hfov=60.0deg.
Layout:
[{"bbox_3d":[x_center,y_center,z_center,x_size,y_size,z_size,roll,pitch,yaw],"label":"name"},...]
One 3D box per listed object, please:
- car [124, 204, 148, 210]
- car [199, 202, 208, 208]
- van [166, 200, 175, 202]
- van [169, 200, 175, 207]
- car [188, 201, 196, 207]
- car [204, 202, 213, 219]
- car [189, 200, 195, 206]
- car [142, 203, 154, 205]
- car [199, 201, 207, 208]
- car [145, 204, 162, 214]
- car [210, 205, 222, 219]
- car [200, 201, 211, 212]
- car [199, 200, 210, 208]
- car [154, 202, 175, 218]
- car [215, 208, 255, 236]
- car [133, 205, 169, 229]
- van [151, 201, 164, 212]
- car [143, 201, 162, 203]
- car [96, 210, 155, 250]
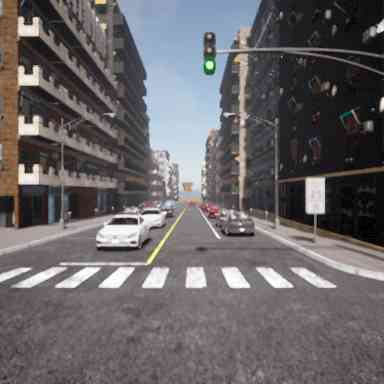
[{"bbox_3d":[-5.832,2.139,32.212,2.008,1.369,4.403,-1,-1,0],"label":"car"},{"bbox_3d":[2.699,3.049,77.158,1.802,1.307,4.206,-1,-1,0],"label":"car"},{"bbox_3d":[-5.651,2.936,82.898,1.690,1.788,3.998,-1,-1,0],"label":"van"},{"bbox_3d":[-5.648,3.168,94.160,1.690,1.788,3.998,-1,-1,0],"label":"van"},{"bbox_3d":[0.027,3.104,84.939,1.882,1.535,5.008,0,-1,0],"label":"car"},{"bbox_3d":[2.705,2.227,37.645,1.887,1.381,4.507,-1,-1,0],"label":"car"},{"bbox_3d":[0.030,3.214,95.359,1.882,1.535,5.008,0,-1,0],"label":"car"},{"bbox_3d":[-5.830,2.263,37.843,1.947,1.339,4.313,-1,-1,0],"label":"car"},{"bbox_3d":[2.698,3.022,82.791,1.967,1.590,4.097,-1,-1,0],"label":"car"},{"bbox_3d":[-5.657,2.468,49.107,2.008,1.369,4.403,-1,-1,0],"label":"car"},{"bbox_3d":[2.805,2.017,26.383,2.008,1.369,4.403,-1,-1,0],"label":"car"},{"bbox_3d":[2.691,2.560,54.636,1.887,1.381,4.507,-1,-1,0],"label":"car"},{"bbox_3d":[2.688,2.443,60.272,2.192,1.841,5.009,-1,-1,0],"label":"car"},{"bbox_3d":[-3.073,2.213,39.237,2.128,1.511,4.902,0,-1,0],"label":"car"},{"bbox_3d":[2.811,1.913,20.853,2.008,1.369,4.403,-1,-1,0],"label":"car"},{"bbox_3d":[-3.092,1.988,25.778,1.812,1.442,4.674,0,-1,0],"label":"car"},{"bbox_3d":[-5.660,2.370,54.742,1.690,1.788,3.998,-1,-1,0],"label":"van"},{"bbox_3d":[-5.663,2.122,43.480,2.192,1.841,5.009,-1,-1,0],"label":"car"},{"bbox_3d":[-3.108,1.802,15.871,1.812,1.442,4.674,0,-1,1],"label":"car"}]
